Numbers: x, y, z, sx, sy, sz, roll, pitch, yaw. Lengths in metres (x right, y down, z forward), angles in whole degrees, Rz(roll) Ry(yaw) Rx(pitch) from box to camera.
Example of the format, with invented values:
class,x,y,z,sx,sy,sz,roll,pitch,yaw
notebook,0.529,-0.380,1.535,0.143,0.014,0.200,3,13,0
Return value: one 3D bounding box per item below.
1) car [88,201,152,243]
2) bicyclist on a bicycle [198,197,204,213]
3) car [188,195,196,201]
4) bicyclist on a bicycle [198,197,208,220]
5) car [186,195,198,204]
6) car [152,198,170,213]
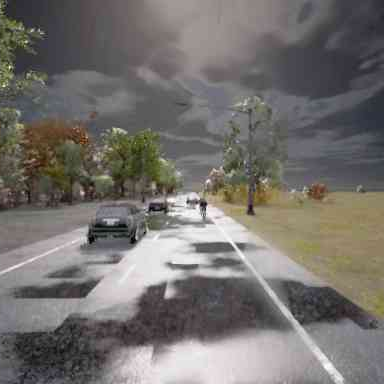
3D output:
class,x,y,z,sx,sy,sz,roll,pitch,yaw
car,-3.404,1.315,16.069,2.097,1.767,4.553,0,0,0
bicyclist on a bicycle,0.959,1.373,35.167,0.582,1.620,1.656,0,0,0
car,-0.011,1.427,75.500,1.895,1.301,4.718,0,0,0
bicyclist on a bicycle,0.961,1.310,26.377,0.659,1.776,1.843,0,0,0
car,0.039,1.433,58.812,1.994,1.385,4.181,0,0,1
car,-3.407,1.397,35.161,1.882,1.535,5.008,0,0,0
